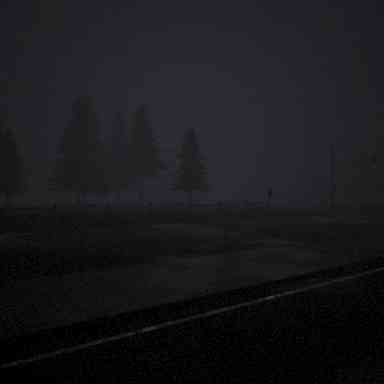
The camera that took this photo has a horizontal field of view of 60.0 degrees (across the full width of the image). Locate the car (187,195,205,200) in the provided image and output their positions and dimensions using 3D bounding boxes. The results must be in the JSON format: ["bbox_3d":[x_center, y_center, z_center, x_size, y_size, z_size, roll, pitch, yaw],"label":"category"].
[{"bbox_3d":[0.573,1.548,85.344,2.097,1.767,4.553,1,0,-35],"label":"car"}]

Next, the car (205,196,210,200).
[{"bbox_3d":[3.463,1.750,87.315,1.812,1.442,4.674,1,0,-35],"label":"car"}]
